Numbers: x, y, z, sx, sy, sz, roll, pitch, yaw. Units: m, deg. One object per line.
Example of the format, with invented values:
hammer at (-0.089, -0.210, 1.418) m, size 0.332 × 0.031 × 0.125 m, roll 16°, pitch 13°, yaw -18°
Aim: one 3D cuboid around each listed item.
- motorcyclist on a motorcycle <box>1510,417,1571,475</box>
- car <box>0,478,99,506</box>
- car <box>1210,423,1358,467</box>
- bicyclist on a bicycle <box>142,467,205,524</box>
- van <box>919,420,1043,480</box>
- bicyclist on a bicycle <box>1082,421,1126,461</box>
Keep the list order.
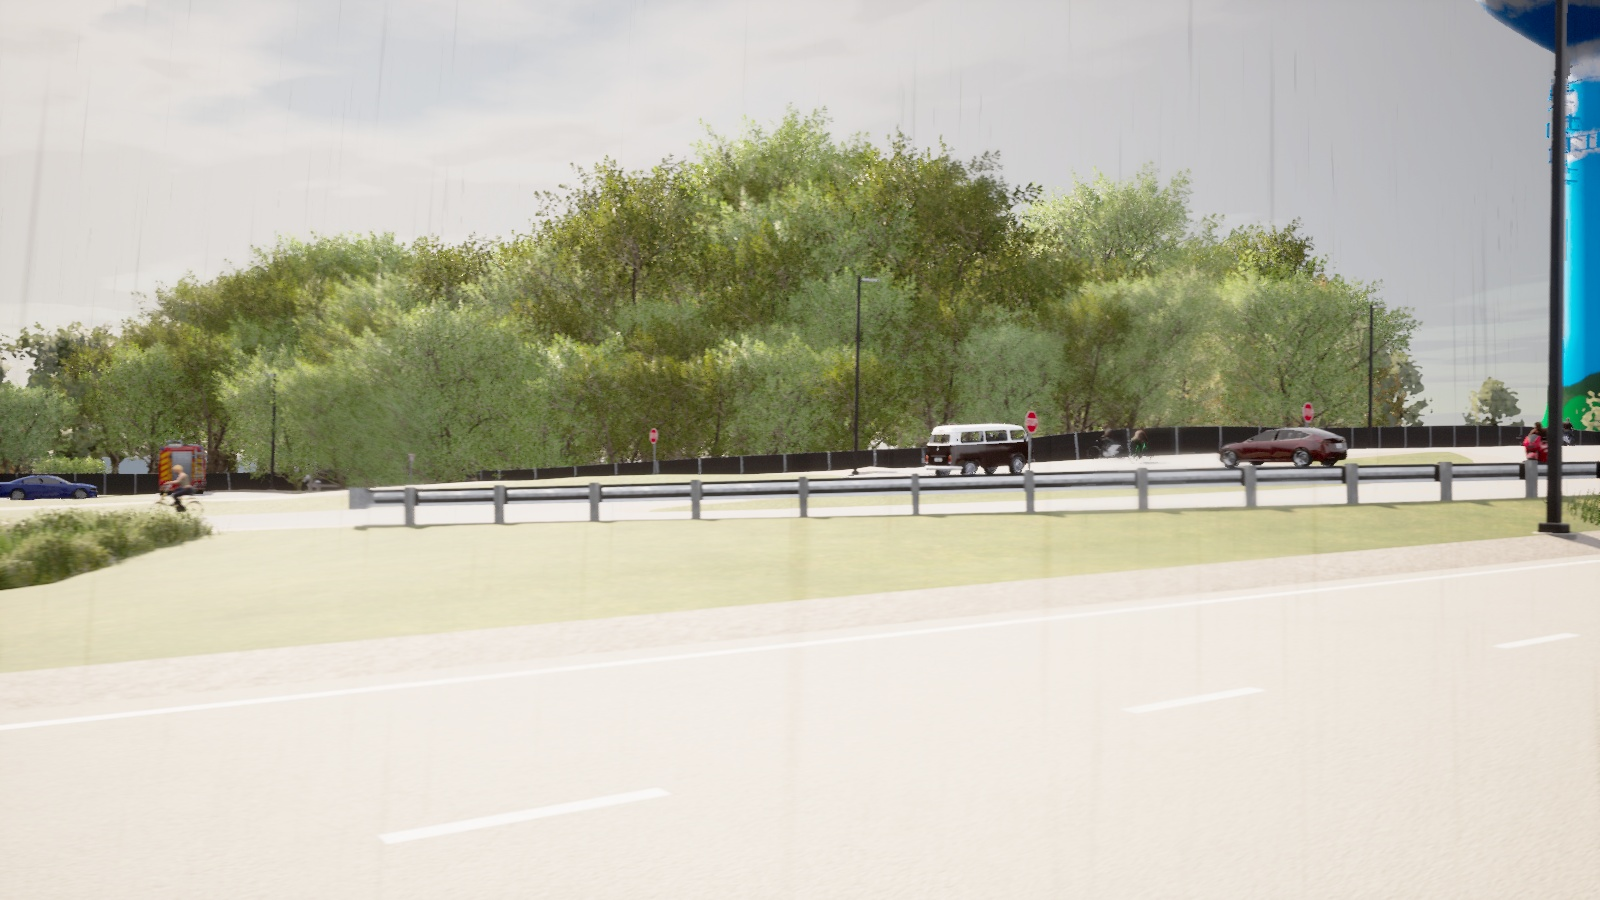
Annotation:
motorcyclist on a motorcycle at (20.211, -0.115, 34.271) m, size 2.044 × 1.523 × 0.797 m, roll -2°, pitch 0°, yaw -41°
car at (-43.096, 2.387, 72.028) m, size 5.008 × 1.535 × 1.882 m, roll 0°, pitch 0°, yaw -29°
car at (18.196, -0.182, 47.399) m, size 2.163 × 1.488 × 4.792 m, roll -3°, pitch 1°, yaw -36°
bicyclist on a bicycle at (-18.483, 1.327, 37.086) m, size 1.509 × 1.612 × 0.866 m, roll -1°, pitch 0°, yaw -15°
van at (7.079, -0.026, 48.921) m, size 4.480 × 2.038 × 2.069 m, roll -4°, pitch 2°, yaw -34°
bicyclist on a bicycle at (14.839, -0.433, 61.246) m, size 1.843 × 1.776 × 0.659 m, roll -3°, pitch -3°, yaw -4°
